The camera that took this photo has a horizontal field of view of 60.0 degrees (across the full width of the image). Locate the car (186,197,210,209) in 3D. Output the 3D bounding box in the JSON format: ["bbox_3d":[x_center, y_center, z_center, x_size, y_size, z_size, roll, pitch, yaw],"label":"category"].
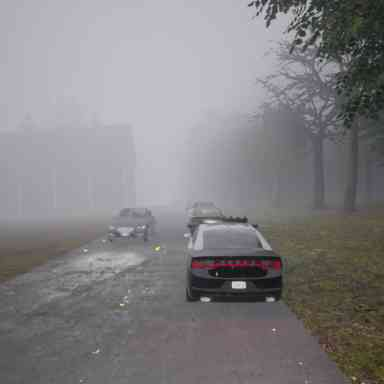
[{"bbox_3d":[0.822,1.447,24.300,2.097,1.767,4.553,0,0,0],"label":"car"}]

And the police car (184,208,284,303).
[{"bbox_3d":[0.824,1.437,8.434,1.930,1.638,5.238,0,0,0],"label":"police car"}]

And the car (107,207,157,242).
[{"bbox_3d":[-2.851,1.536,16.614,2.128,1.511,4.902,0,0,0],"label":"car"}]

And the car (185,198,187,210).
[{"bbox_3d":[0.025,1.827,45.697,2.033,1.411,5.357,0,-1,1],"label":"car"}]

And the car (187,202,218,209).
[{"bbox_3d":[0.824,1.532,18.327,1.882,1.535,5.008,0,0,0],"label":"car"}]

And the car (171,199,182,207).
[{"bbox_3d":[-2.753,1.998,61.500,2.033,1.411,5.357,0,-1,0],"label":"car"}]
